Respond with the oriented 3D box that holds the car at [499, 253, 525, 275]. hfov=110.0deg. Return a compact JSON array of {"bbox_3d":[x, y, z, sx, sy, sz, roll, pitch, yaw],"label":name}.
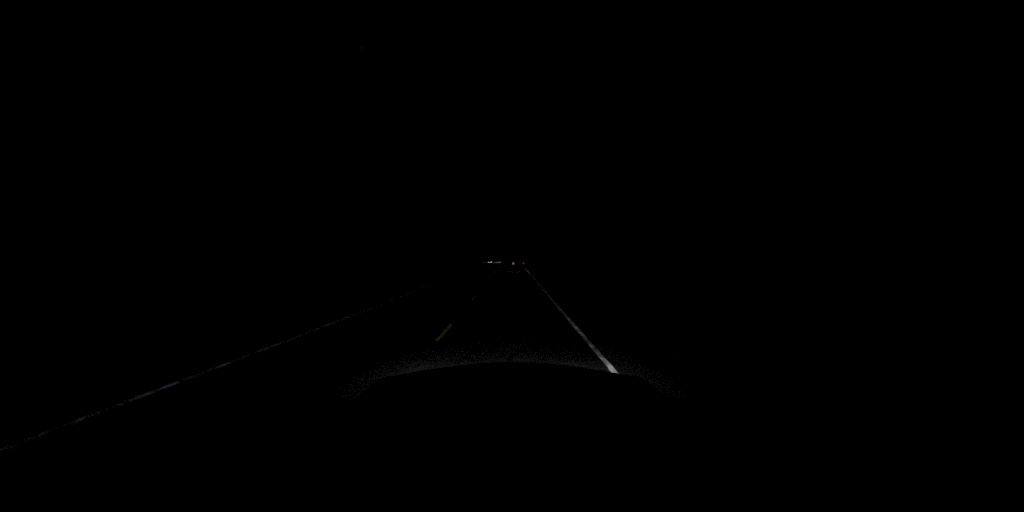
[{"bbox_3d":[0.118,0.741,34.758,2.150,2.045,5.566,0,1,0],"label":"car"}]
